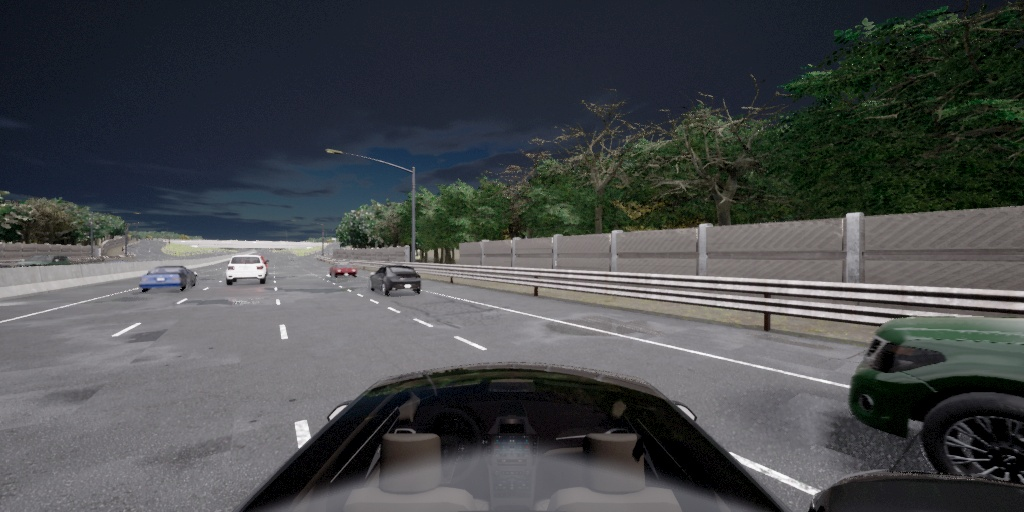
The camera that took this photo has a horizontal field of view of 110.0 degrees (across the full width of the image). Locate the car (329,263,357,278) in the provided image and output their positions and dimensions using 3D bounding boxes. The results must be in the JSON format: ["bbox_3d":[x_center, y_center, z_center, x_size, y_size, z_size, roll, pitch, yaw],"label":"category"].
[{"bbox_3d":[-16.054,1.332,33.923,1.895,1.301,4.718,0,0,-34],"label":"car"}]

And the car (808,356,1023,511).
[{"bbox_3d":[2.986,1.315,0.409,4.181,1.385,1.994,0,0,34],"label":"car"}]

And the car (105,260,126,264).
[{"bbox_3d":[-47.765,1.249,43.389,2.033,1.411,5.357,0,0,-33],"label":"car"}]

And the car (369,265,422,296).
[{"bbox_3d":[-6.489,1.249,19.694,1.837,1.490,4.892,0,0,-34],"label":"car"}]

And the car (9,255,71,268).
[{"bbox_3d":[-47.330,0.929,36.333,2.150,2.045,5.566,0,0,-33],"label":"car"}]

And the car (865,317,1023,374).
[{"bbox_3d":[5.601,0.973,1.847,2.150,2.045,5.566,0,0,-34],"label":"car"}]

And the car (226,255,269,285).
[{"bbox_3d":[-19.273,0.957,26.159,2.150,2.045,5.566,0,0,-34],"label":"car"}]

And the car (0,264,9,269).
[{"bbox_3d":[-49.650,1.255,33.498,2.033,1.411,5.357,0,0,-33],"label":"car"}]

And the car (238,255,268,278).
[{"bbox_3d":[-25.263,0.946,35.112,2.150,2.045,5.566,0,0,-34],"label":"car"}]

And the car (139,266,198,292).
[{"bbox_3d":[-20.195,1.285,21.248,2.033,1.411,5.357,0,0,-34],"label":"car"}]
